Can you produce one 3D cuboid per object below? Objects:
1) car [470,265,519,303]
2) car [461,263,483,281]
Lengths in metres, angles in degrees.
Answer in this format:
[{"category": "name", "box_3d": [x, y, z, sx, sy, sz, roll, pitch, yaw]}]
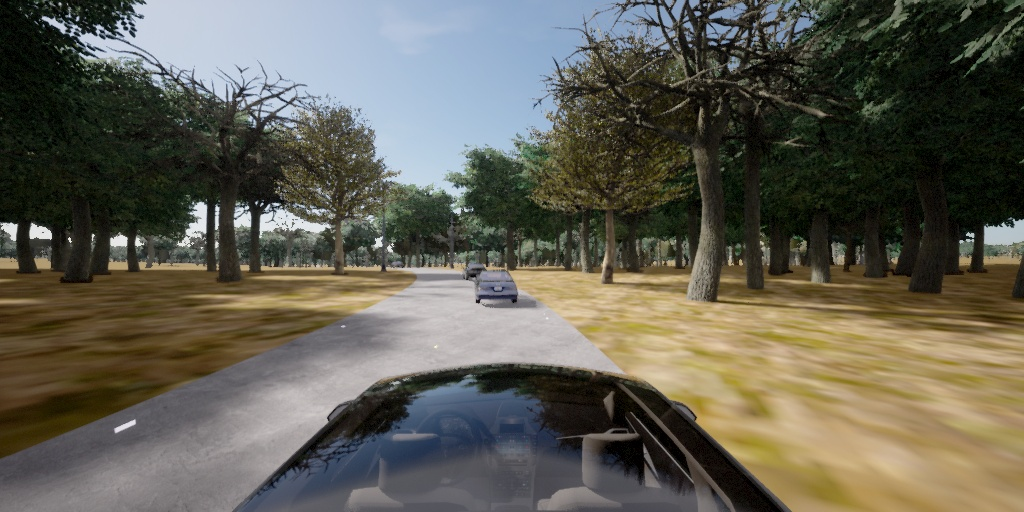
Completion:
[{"category": "car", "box_3d": [-0.831, 1.339, 16.679, 2.033, 1.411, 5.357, 0, 0, -6]}, {"category": "car", "box_3d": [-3.307, 1.365, 31.634, 1.837, 1.490, 4.892, 0, 0, -13]}]
